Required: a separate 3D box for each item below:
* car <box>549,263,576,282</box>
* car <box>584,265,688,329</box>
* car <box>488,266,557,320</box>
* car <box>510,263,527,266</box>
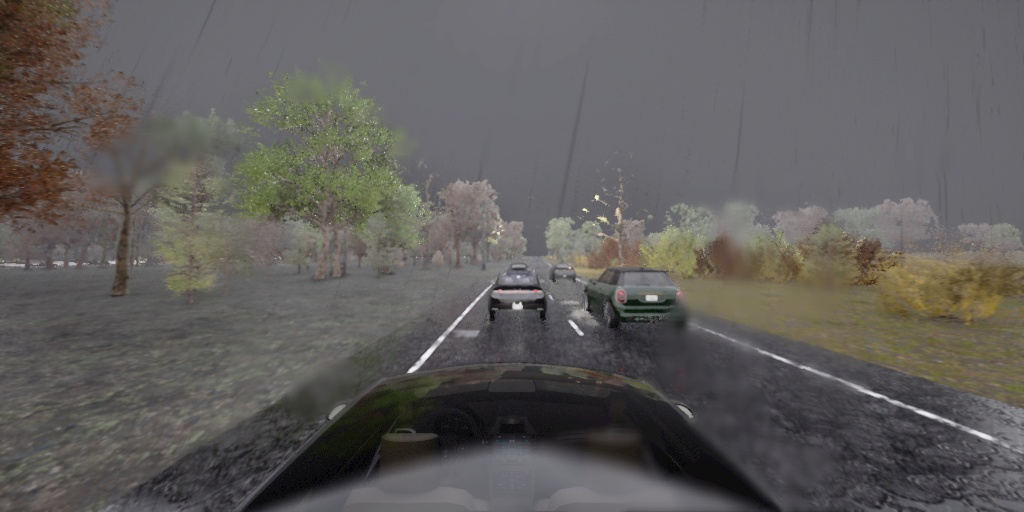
[{"bbox_3d":[4.063,1.312,29.412,2.128,1.511,4.902,0,0,2],"label":"car"},{"bbox_3d":[3.681,1.128,11.501,2.097,1.767,4.553,0,0,1],"label":"car"},{"bbox_3d":[0.195,1.269,12.837,2.128,1.511,4.902,0,0,1],"label":"car"},{"bbox_3d":[0.563,1.324,29.467,1.837,1.490,4.892,0,0,2],"label":"car"}]
